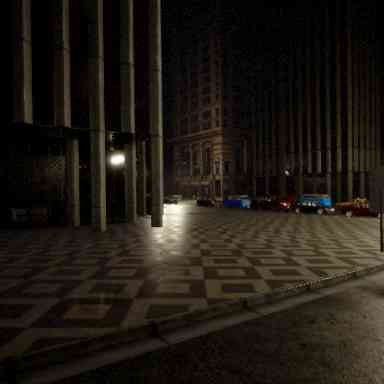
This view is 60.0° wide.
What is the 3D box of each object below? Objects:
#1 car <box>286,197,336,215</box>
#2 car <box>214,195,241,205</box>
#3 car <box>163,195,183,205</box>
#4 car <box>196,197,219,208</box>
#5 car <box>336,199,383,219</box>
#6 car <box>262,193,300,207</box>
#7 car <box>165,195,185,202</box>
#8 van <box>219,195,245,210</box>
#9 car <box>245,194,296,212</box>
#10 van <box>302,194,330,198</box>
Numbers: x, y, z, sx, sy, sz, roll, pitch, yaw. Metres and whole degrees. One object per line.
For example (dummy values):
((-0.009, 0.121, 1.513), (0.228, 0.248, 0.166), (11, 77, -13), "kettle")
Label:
((12.127, 1.555, 33.397), (2.008, 1.369, 4.403), (-1, 1, -36), "car")
((6.035, 1.304, 56.441), (1.752, 1.417, 4.829), (-1, 1, -36), "car")
((-4.029, 1.445, 55.807), (2.008, 1.369, 4.403), (-1, 1, -36), "car")
((2.433, 1.378, 46.842), (1.967, 1.590, 4.097), (-1, 1, -36), "car")
((15.358, 1.573, 28.915), (1.887, 1.381, 4.507), (-1, 1, -36), "car")
((12.591, 1.138, 47.335), (2.192, 1.841, 5.009), (-1, 1, -36), "car")
((-3.553, 1.265, 69.752), (2.008, 1.369, 4.403), (-1, 1, -36), "car")
((5.662, 1.300, 42.359), (1.690, 1.788, 3.998), (-1, 1, -36), "van")
((8.894, 1.296, 37.877), (2.192, 1.841, 5.009), (-1, 1, -36), "car")
((15.821, 1.186, 42.853), (1.690, 1.788, 3.998), (-1, 1, -36), "van")
